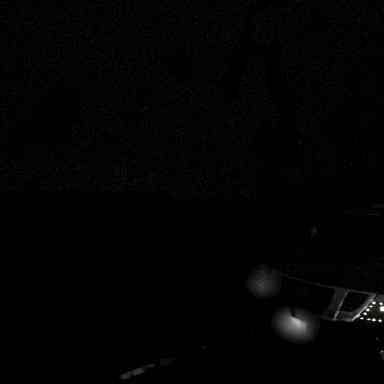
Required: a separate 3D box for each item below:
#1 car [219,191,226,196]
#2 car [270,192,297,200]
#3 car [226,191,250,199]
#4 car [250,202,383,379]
[{"bbox_3d":[8.150,0.381,76.234,1.994,1.385,4.181,1,1,-36],"label":"car"},{"bbox_3d":[17.380,0.790,63.371,2.033,1.411,5.357,1,1,-36],"label":"car"},{"bbox_3d":[9.914,0.553,69.058,1.882,1.535,5.008,1,1,-36],"label":"car"},{"bbox_3d":[3.487,1.218,5.558,5.566,2.045,2.150,0,0,-36],"label":"car"}]
